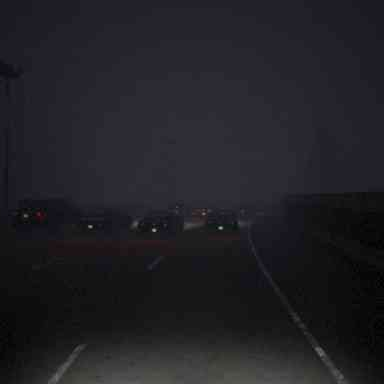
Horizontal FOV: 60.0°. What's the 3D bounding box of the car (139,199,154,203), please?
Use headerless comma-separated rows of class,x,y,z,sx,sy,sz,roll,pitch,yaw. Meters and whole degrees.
car,-10.396,2.335,79.524,2.033,1.411,5.357,0,-1,28

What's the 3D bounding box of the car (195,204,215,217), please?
car,1.813,1.984,36.248,1.895,1.301,4.718,0,-1,16

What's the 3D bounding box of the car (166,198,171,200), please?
car,-3.439,2.378,77.577,1.895,1.301,4.718,0,-1,30

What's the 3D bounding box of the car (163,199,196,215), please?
car,-1.368,1.897,37.743,1.837,1.490,4.892,0,-1,16

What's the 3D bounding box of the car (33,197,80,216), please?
car,-15.754,1.598,39.047,2.150,2.045,5.566,0,0,15

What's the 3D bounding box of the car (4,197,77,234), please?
car,-8.689,1.425,20.847,2.150,2.045,5.566,0,-1,9

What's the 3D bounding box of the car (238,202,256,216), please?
car,6.227,1.942,38.703,1.812,1.442,4.674,0,-1,17

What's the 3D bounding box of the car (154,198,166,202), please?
car,-6.395,2.293,79.454,1.837,1.490,4.892,0,-1,30

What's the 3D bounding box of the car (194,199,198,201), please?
car,-0.241,2.295,76.112,2.128,1.511,4.902,0,-1,30

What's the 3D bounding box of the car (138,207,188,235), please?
car,-1.711,1.810,20.230,1.895,1.301,4.718,0,-1,9

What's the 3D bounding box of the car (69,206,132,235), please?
car,-5.178,1.697,20.516,2.128,1.511,4.902,0,-1,8

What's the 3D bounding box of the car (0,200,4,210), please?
car,-22.210,1.960,41.829,1.994,1.385,4.181,0,-1,16

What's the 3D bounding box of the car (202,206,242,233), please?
car,2.064,1.832,21.657,1.895,1.301,4.718,0,-1,10
